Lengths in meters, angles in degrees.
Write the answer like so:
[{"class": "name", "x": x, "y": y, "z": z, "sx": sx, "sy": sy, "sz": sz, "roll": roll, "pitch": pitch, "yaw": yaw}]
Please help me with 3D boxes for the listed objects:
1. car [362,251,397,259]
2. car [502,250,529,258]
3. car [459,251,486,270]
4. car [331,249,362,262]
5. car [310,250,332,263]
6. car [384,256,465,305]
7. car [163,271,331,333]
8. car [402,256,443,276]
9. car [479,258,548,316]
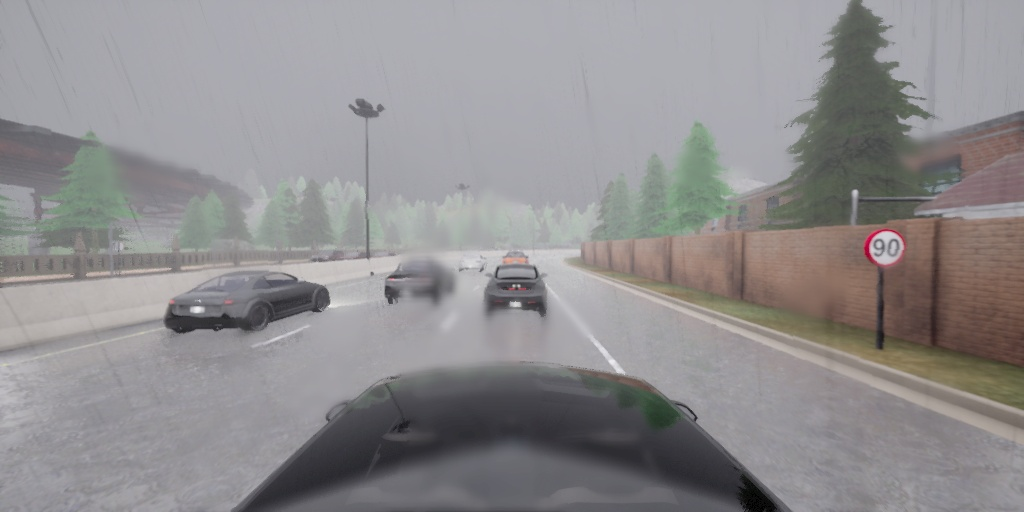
[{"class": "car", "x": -13.724, "y": 0.260, "z": 38.249, "sx": 1.882, "sy": 1.535, "sz": 5.008, "roll": 0, "pitch": 2, "yaw": 2}, {"class": "car", "x": 0.278, "y": 0.394, "z": 28.745, "sx": 2.097, "sy": 1.767, "sz": 4.553, "roll": 0, "pitch": 2, "yaw": 1}, {"class": "car", "x": -3.215, "y": 0.531, "z": 30.056, "sx": 1.812, "sy": 1.442, "sz": 4.674, "roll": 0, "pitch": 2, "yaw": 0}, {"class": "car", "x": -17.183, "y": 0.235, "z": 39.104, "sx": 1.882, "sy": 1.535, "sz": 5.008, "roll": 0, "pitch": 1, "yaw": 2}, {"class": "car", "x": -20.605, "y": 0.074, "z": 40.346, "sx": 2.097, "sy": 1.767, "sz": 4.553, "roll": 0, "pitch": 2, "yaw": 3}, {"class": "car", "x": -3.330, "y": 0.921, "z": 13.834, "sx": 2.128, "sy": 1.511, "sz": 4.902, "roll": 0, "pitch": 2, "yaw": 1}, {"class": "car", "x": -6.876, "y": 1.095, "z": 9.873, "sx": 1.994, "sy": 1.385, "sz": 4.181, "roll": 0, "pitch": 2, "yaw": 1}, {"class": "car", "x": -6.735, "y": 0.672, "z": 27.423, "sx": 1.895, "sy": 1.301, "sz": 4.718, "roll": 0, "pitch": 2, "yaw": 1}, {"class": "car", "x": 0.148, "y": 0.987, "z": 11.949, "sx": 1.837, "sy": 1.490, "sz": 4.892, "roll": 0, "pitch": 2, "yaw": 1}]
